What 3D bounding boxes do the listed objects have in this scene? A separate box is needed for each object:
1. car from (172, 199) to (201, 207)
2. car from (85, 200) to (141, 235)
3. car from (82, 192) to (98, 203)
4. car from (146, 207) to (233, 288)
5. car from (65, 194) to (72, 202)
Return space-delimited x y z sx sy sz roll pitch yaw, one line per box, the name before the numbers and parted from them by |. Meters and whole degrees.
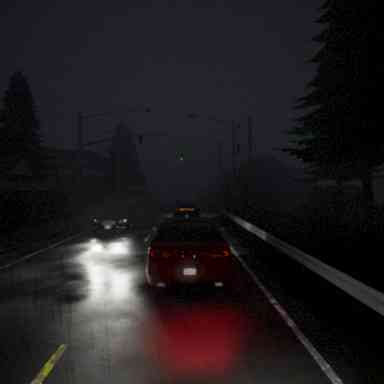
car | -0.397 1.297 24.291 1.837 1.490 4.892 0 0 -1
car | -3.916 1.340 17.810 2.128 1.511 4.902 0 0 -1
car | -15.588 0.879 50.403 1.905 1.878 3.866 0 0 -2
car | -0.089 1.400 9.041 1.882 1.535 5.008 0 1 -1
car | -21.386 1.010 54.559 2.242 1.667 4.611 0 0 -2
